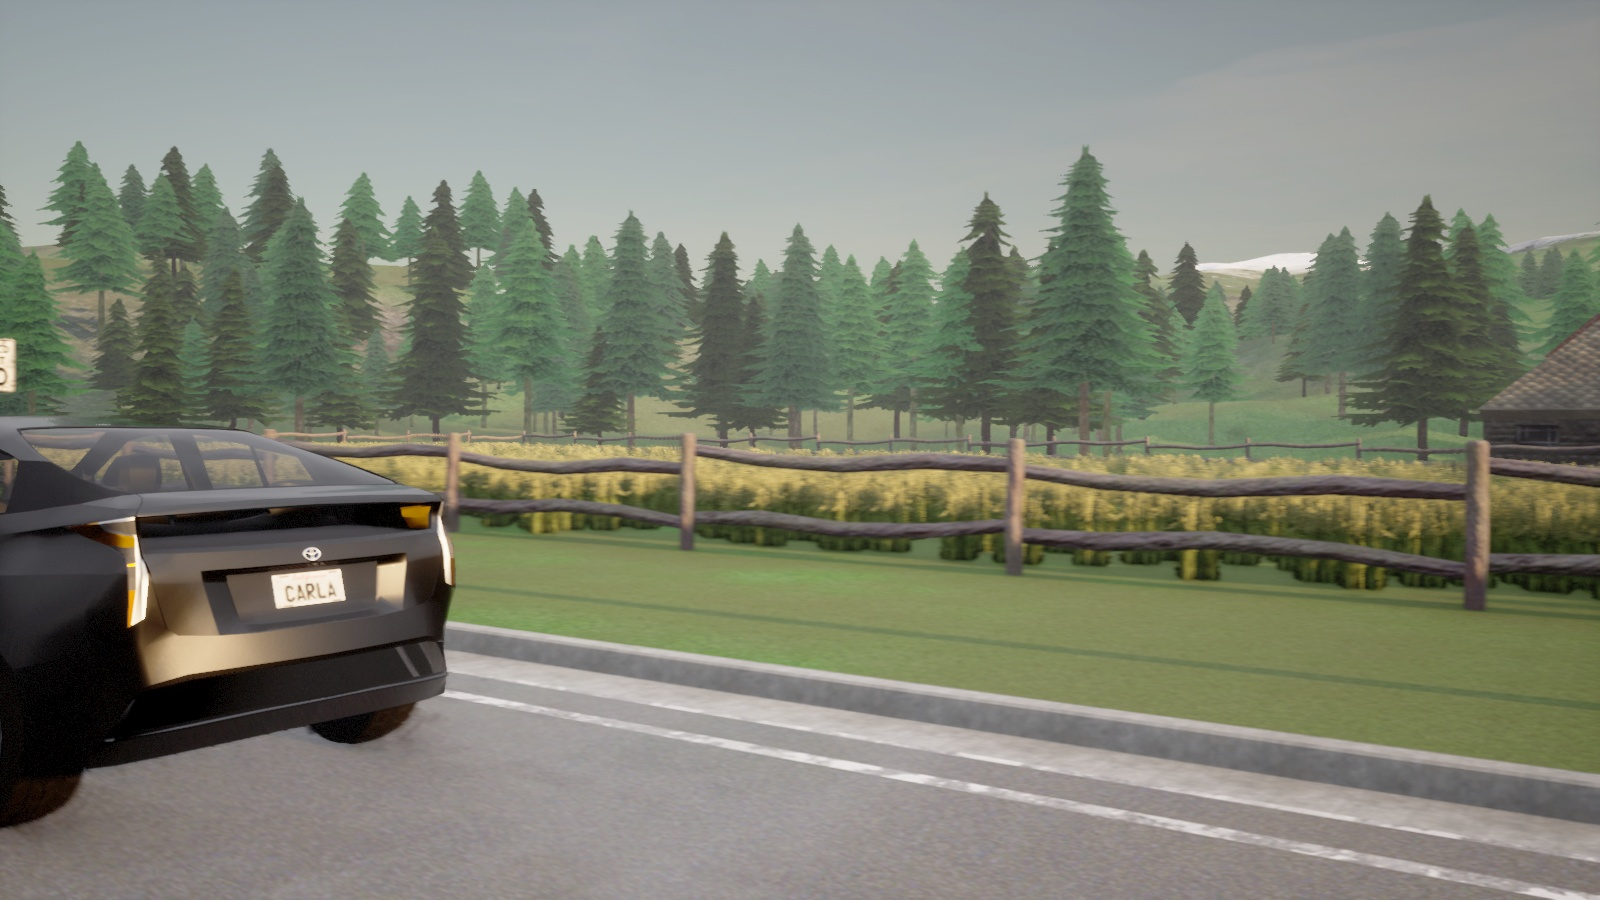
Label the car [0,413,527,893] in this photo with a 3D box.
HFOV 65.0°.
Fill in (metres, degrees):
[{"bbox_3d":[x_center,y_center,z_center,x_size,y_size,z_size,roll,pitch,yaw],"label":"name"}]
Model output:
[{"bbox_3d":[-3.672,0.629,6.062,4.514,1.525,2.007,0,1,34],"label":"car"}]
